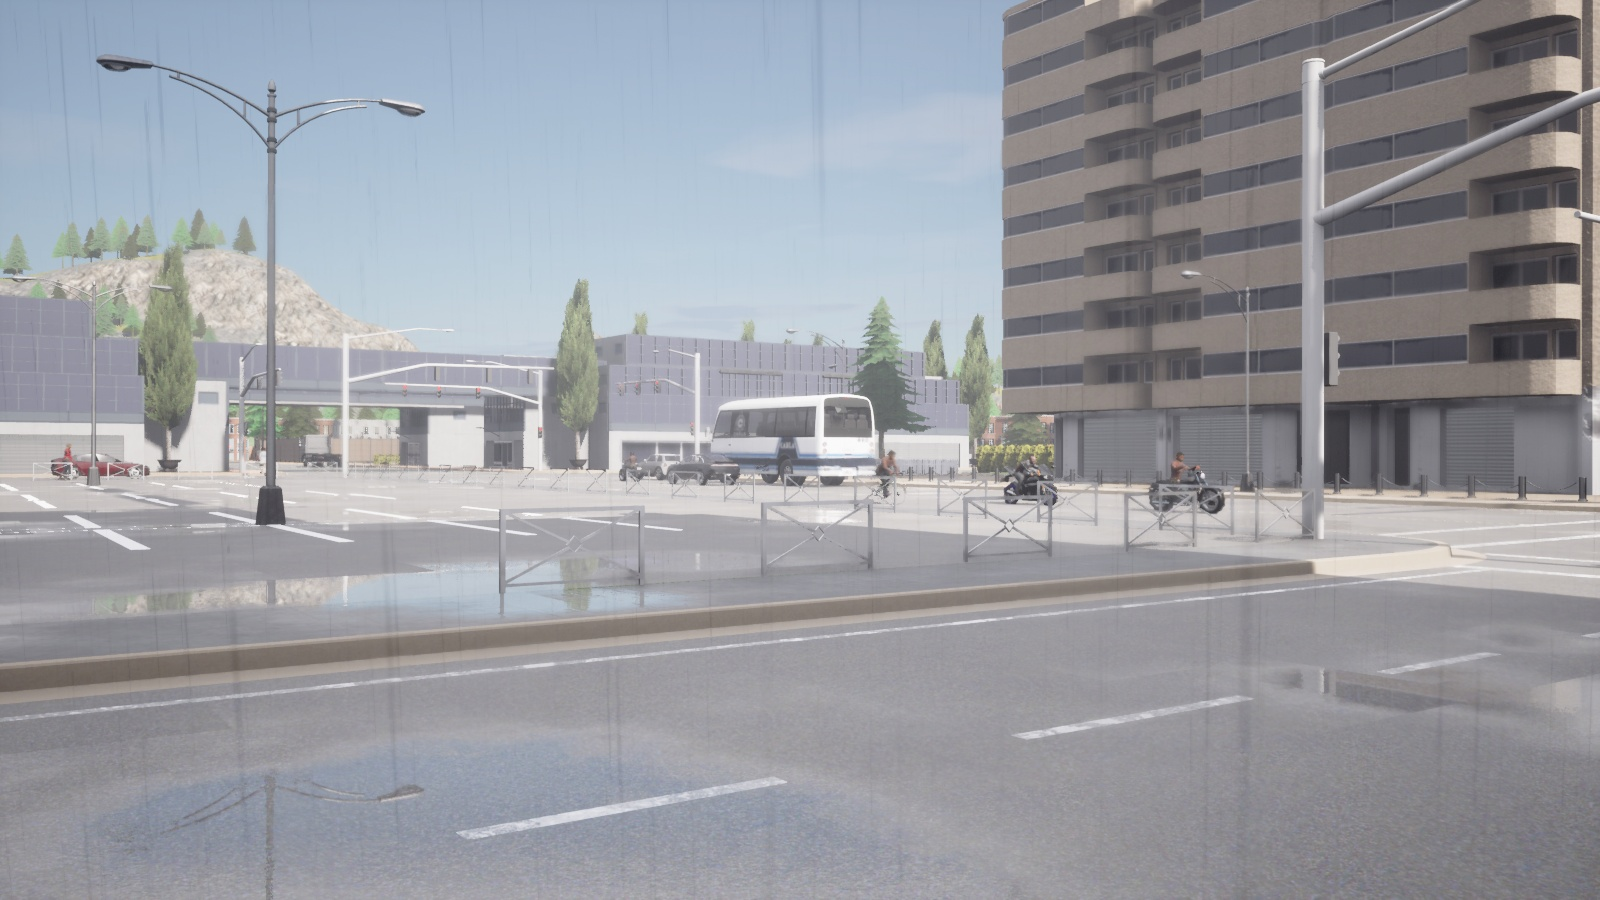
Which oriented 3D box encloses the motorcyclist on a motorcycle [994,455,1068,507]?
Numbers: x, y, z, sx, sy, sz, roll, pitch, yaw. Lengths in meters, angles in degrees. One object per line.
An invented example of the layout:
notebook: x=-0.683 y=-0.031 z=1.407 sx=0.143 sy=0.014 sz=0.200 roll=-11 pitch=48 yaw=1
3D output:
motorcyclist on a motorcycle: x=6.925 y=0.913 z=37.754 sx=0.866 sy=1.530 sz=2.191 roll=0 pitch=0 yaw=-35

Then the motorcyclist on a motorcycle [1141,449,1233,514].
motorcyclist on a motorcycle: x=10.169 y=0.810 z=33.058 sx=0.766 sy=1.649 sz=2.350 roll=0 pitch=0 yaw=-35

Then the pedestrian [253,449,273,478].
pedestrian: x=-33.676 y=0.843 z=78.749 sx=0.874 sy=1.855 sz=0.900 roll=0 pitch=0 yaw=-41

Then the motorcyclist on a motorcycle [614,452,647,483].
motorcyclist on a motorcycle: x=-9.068 y=0.934 z=67.065 sx=0.766 sy=1.649 sz=2.350 roll=0 pitch=0 yaw=-35

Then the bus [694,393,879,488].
bus: x=-0.891 y=-0.424 z=61.383 sx=3.944 sy=4.253 sz=10.273 roll=0 pitch=0 yaw=-35

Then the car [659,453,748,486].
car: x=-4.736 y=0.915 z=60.790 sx=2.128 sy=1.511 sz=4.902 roll=0 pitch=0 yaw=-34

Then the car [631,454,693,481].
car: x=-7.896 y=0.957 z=71.525 sx=1.970 sy=1.475 sz=3.806 roll=0 pitch=0 yaw=-34

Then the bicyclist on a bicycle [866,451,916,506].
bicyclist on a bicycle: x=2.710 y=0.840 z=37.698 sx=0.582 sy=1.620 sz=1.656 roll=0 pitch=0 yaw=-35

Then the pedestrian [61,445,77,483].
pedestrian: x=-35.486 y=0.683 z=60.942 sx=0.636 sy=1.846 sz=0.331 roll=0 pitch=0 yaw=-34

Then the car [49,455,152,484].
car: x=-38.436 y=1.050 z=69.001 sx=4.792 sy=1.488 sz=2.163 roll=0 pitch=0 yaw=-33
